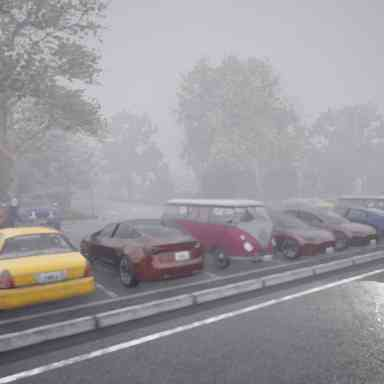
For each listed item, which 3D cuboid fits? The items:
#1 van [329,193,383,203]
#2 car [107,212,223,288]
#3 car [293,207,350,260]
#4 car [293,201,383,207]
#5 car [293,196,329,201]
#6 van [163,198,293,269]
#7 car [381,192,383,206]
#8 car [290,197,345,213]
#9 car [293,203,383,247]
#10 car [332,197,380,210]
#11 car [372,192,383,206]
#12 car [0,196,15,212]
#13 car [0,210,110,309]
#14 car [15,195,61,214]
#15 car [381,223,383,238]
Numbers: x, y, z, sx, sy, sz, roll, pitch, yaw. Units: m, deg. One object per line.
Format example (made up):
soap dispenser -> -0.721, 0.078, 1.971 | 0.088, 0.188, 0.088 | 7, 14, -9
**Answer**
van -> 9.908, 1.177, 17.430 | 1.878, 1.987, 4.442 | 0, 0, -36
car -> -1.576, 1.483, 9.393 | 2.163, 1.488, 4.792 | 0, 0, -36
car -> 3.018, 1.463, 12.608 | 2.163, 1.488, 4.792 | 0, 0, -36
car -> 7.564, 1.413, 15.890 | 2.097, 1.535, 5.008 | 0, 0, -36
car -> 11.044, 1.367, 34.475 | 2.231, 1.521, 4.892 | 0, 0, -36
van -> 0.788, 1.218, 10.905 | 1.878, 1.987, 4.442 | 0, 0, -36
car -> 31.382, 1.019, 48.983 | 2.435, 2.045, 5.566 | 0, 0, -36
car -> 13.414, 1.352, 35.936 | 1.946, 1.575, 5.366 | 0, 0, -36
car -> 5.298, 1.453, 14.239 | 2.163, 1.488, 4.792 | 0, 0, -36
car -> 20.095, 1.355, 40.908 | 2.163, 1.488, 4.792 | 0, 0, -36
car -> 29.091, 1.034, 47.414 | 2.435, 2.045, 5.566 | 0, 0, -36
car -> -11.615, 1.215, 18.222 | 2.435, 2.045, 5.566 | 0, 0, -36
car -> -3.947, 1.461, 7.889 | 1.946, 1.575, 5.366 | 0, 0, -36
car -> -9.451, 1.206, 19.771 | 2.435, 2.045, 5.566 | 0, 0, -36
car -> 7.084, 1.521, 8.738 | 4.181, 1.385, 1.994 | 0, 0, -35
